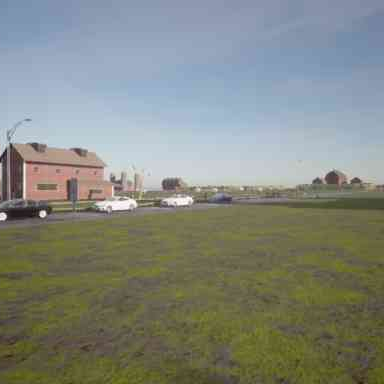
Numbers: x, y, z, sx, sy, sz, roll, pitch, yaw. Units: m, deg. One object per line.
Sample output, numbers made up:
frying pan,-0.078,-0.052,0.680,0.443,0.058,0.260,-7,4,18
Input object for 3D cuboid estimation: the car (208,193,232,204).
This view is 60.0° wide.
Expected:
car,4.179,0.873,48.144,1.812,1.442,4.674,1,1,36

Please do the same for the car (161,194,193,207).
car,-1.733,1.024,40.035,1.812,1.442,4.674,1,1,36

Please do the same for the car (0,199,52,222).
car,-12.875,1.283,24.650,1.837,1.490,4.892,1,1,36

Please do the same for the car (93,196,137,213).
car,-7.384,1.168,32.230,1.812,1.442,4.674,1,1,36
